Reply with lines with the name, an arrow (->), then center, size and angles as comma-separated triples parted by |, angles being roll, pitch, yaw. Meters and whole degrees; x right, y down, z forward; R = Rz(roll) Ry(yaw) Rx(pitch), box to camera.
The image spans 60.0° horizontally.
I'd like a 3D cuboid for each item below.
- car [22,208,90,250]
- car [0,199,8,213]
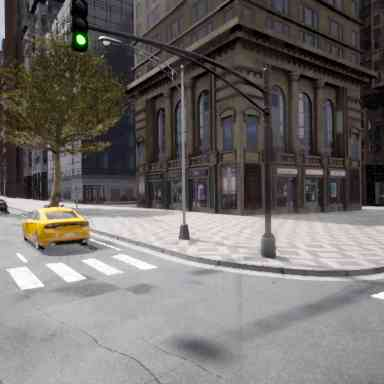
car -> -5.970, 1.438, 14.332 | 1.882, 1.535, 5.008 | -1, 1, -36
car -> -20.283, 1.441, 34.374 | 1.837, 1.490, 4.892 | -1, 1, -36
